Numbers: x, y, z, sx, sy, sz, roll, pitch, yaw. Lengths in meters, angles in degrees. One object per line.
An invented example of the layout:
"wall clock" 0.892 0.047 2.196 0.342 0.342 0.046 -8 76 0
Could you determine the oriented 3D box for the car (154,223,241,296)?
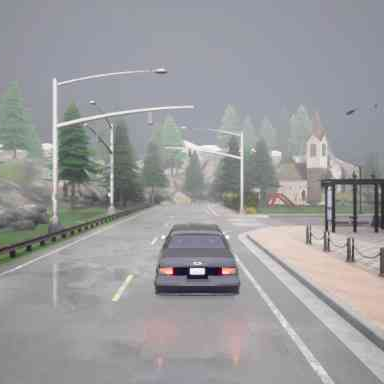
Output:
"car" 0.100 1.547 8.804 2.033 1.411 5.357 0 0 0
